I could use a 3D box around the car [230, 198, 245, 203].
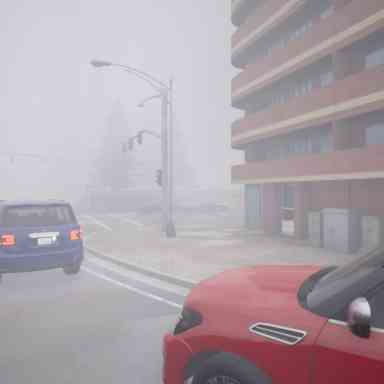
[{"bbox_3d":[5.187,1.533,39.732,5.008,1.535,1.882,0,0,-23],"label":"car"}]

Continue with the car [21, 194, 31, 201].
[{"bbox_3d":[-40.415,1.355,81.065,2.097,1.767,4.553,0,0,-23],"label":"car"}]

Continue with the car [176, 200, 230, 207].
[{"bbox_3d":[1.116,1.656,34.250,4.718,1.301,1.895,0,0,-23],"label":"car"}]

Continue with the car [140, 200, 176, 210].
[{"bbox_3d":[-3.340,1.581,36.167,4.674,1.442,1.812,0,0,-22],"label":"car"}]

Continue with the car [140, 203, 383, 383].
[{"bbox_3d":[2.348,1.221,2.453,5.566,2.045,2.150,0,0,36],"label":"car"}]

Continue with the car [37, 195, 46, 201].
[{"bbox_3d":[-37.240,1.478,82.542,1.882,1.535,5.008,0,0,-23],"label":"car"}]

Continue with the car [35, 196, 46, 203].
[{"bbox_3d":[-33.219,1.540,73.066,2.033,1.411,5.357,0,0,-23],"label":"car"}]

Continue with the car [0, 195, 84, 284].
[{"bbox_3d":[-4.951,1.221,9.811,2.150,2.045,5.566,0,0,-36],"label":"car"}]
